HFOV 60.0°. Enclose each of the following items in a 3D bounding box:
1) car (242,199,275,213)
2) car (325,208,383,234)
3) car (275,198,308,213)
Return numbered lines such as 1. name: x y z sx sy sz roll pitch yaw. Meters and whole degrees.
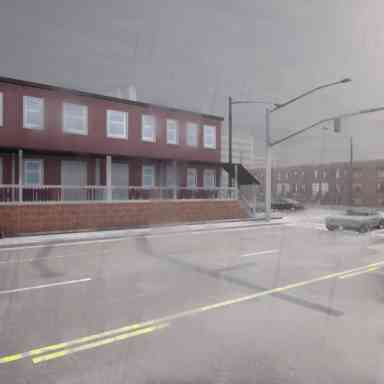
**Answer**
1. car: 6.530 1.564 37.243 1.895 1.301 4.718 0 0 -36
2. car: 9.607 1.599 19.381 4.718 1.301 1.895 0 0 -44
3. car: 10.669 1.478 37.509 1.837 1.490 4.892 0 0 -36
